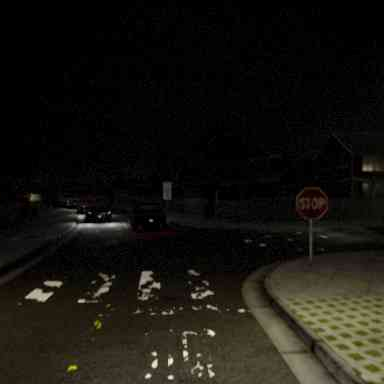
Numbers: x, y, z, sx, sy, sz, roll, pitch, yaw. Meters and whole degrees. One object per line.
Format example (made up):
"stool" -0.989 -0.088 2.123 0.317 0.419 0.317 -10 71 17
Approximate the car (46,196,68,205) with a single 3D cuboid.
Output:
"car" -25.208 1.562 61.894 2.033 1.411 5.357 0 0 -42

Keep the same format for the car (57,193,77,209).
"car" -16.797 1.210 46.045 2.150 2.045 5.566 0 0 -33

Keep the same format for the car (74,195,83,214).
"car" -11.116 1.459 35.609 1.882 1.535 5.008 0 0 -25

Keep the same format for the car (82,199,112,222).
"car" -7.458 1.508 26.287 1.812 1.442 4.674 0 0 -19

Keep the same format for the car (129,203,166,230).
"car" -2.902 1.460 21.171 1.882 1.535 5.008 0 0 -14
